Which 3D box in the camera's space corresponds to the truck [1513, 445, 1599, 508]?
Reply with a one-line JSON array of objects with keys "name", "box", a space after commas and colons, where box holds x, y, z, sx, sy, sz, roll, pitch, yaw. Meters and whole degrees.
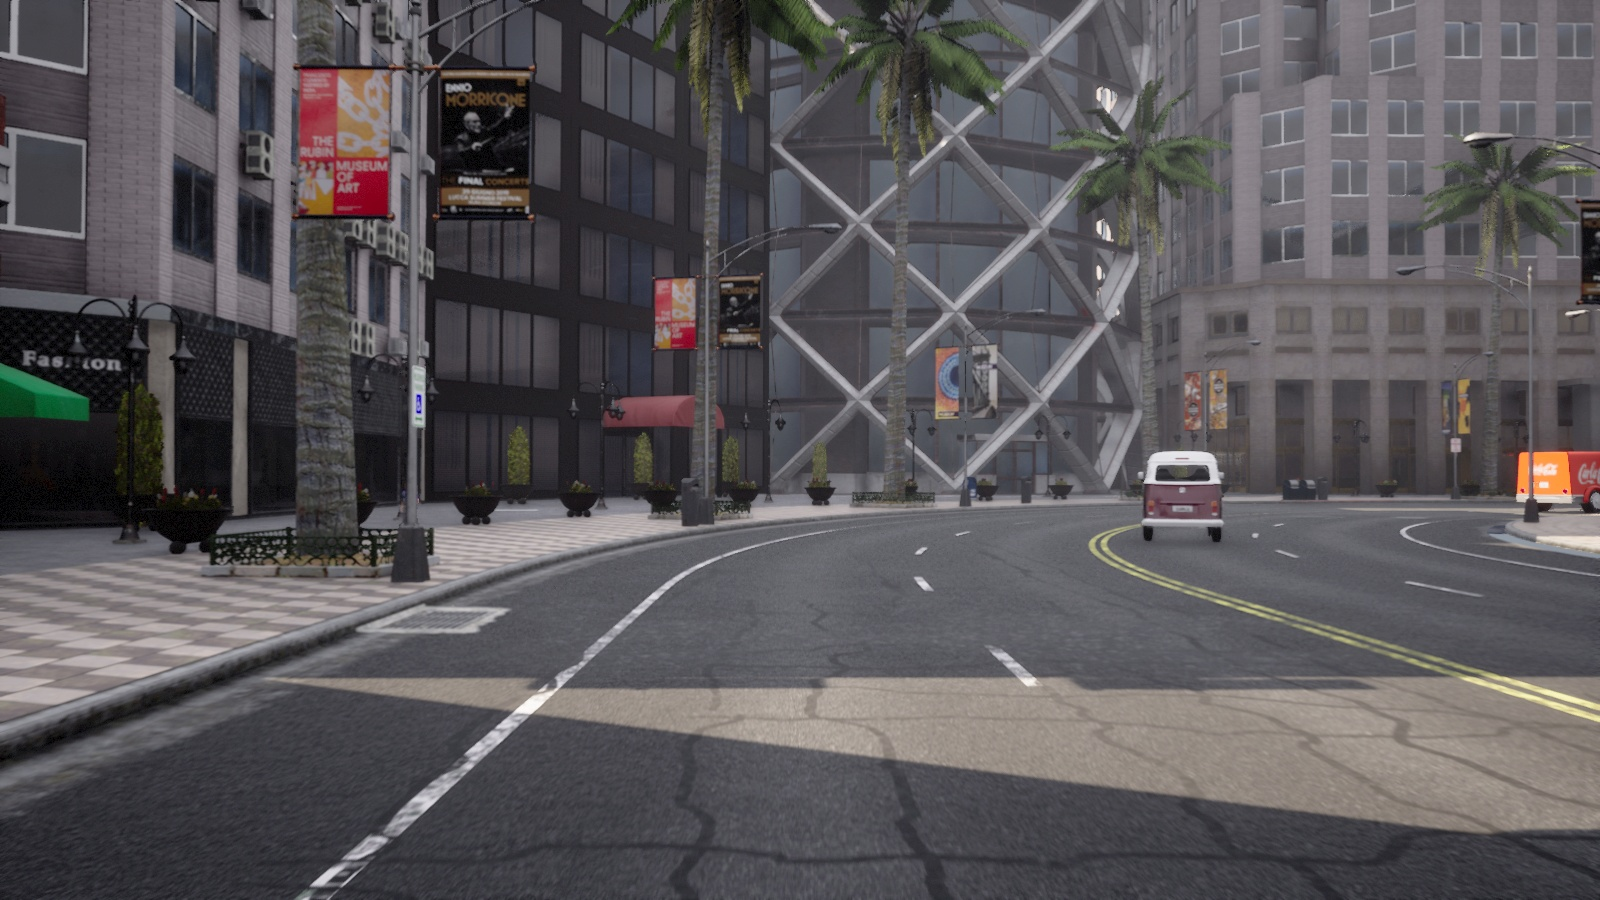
[{"name": "truck", "box": [32.154, 1.058, 51.278, 5.204, 2.467, 2.627, 0, -1, -23]}]

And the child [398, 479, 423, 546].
[{"name": "child", "box": [-7.431, 1.182, 23.963, 0.270, 1.263, 0.437, 0, -1, 9]}]

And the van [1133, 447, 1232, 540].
[{"name": "van", "box": [9.118, 1.005, 30.053, 2.069, 2.038, 4.480, -1, -1, 16]}]
